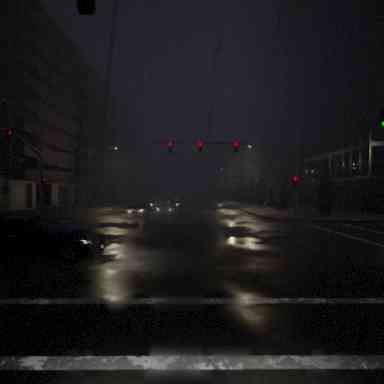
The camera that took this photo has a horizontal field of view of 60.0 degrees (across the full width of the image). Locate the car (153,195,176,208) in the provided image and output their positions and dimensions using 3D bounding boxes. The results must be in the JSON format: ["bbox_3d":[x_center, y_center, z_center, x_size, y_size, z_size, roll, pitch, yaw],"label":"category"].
[{"bbox_3d":[-3.863,1.308,47.171,2.097,1.767,4.553,0,0,1],"label":"car"}]

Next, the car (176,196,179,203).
[{"bbox_3d":[-3.591,1.419,64.910,1.882,1.535,5.008,0,0,1],"label":"car"}]

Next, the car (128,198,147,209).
[{"bbox_3d":[-7.391,1.485,44.953,1.812,1.442,4.674,0,0,1],"label":"car"}]

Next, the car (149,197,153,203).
[{"bbox_3d":[-7.094,1.505,64.896,1.994,1.385,4.181,0,0,1],"label":"car"}]

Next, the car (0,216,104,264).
[{"bbox_3d":[-5.376,1.559,11.243,4.674,1.442,1.812,0,0,0],"label":"car"}]
